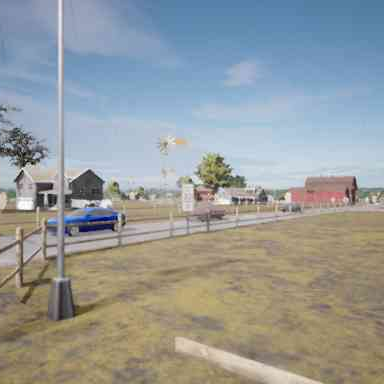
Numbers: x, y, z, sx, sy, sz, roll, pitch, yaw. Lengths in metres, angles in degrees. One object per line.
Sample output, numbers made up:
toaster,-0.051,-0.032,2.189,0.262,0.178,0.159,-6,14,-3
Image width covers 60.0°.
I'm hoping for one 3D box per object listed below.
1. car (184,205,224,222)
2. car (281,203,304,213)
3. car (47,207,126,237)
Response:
car,1.214,1.886,30.068,1.812,1.442,4.674,0,0,36
car,14.730,2.290,48.669,2.033,1.411,5.357,0,-1,36
car,-6.166,1.670,19.751,1.882,1.535,5.008,0,0,34
